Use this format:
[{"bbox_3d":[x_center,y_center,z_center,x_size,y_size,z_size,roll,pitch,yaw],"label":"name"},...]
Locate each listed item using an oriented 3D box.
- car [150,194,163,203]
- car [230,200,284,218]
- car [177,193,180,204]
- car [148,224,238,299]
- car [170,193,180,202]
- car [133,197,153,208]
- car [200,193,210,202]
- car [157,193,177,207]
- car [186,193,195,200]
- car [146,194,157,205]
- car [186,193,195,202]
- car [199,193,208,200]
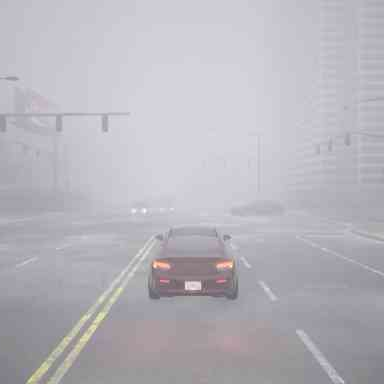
[{"bbox_3d":[-7.313,1.352,69.126,2.097,1.767,4.553,0,0,0],"label":"car"},{"bbox_3d":[5.818,1.477,29.790,5.008,1.535,1.882,0,-1,-19],"label":"car"},{"bbox_3d":[-3.835,1.224,63.151,2.150,2.045,5.566,0,0,0],"label":"car"},{"bbox_3d":[0.028,1.526,8.307,1.812,1.442,4.674,0,0,0],"label":"car"},{"bbox_3d":[-3.844,1.225,75.816,2.150,2.045,5.566,0,0,0],"label":"car"},{"bbox_3d":[-7.307,1.601,48.203,1.895,1.301,4.718,0,0,0],"label":"car"},{"bbox_3d":[3.146,1.515,78.116,2.128,1.511,4.902,0,0,0],"label":"car"},{"bbox_3d":[-3.859,1.221,51.280,2.150,2.045,5.566,0,0,-4],"label":"car"},{"bbox_3d":[-0.402,1.184,88.388,2.097,1.767,4.553,0,0,0],"label":"car"},{"bbox_3d":[-7.341,1.525,57.029,1.812,1.442,4.674,0,0,0],"label":"car"},{"bbox_3d":[-0.356,1.584,78.483,1.895,1.301,4.718,0,0,0],"label":"car"},{"bbox_3d":[3.098,1.184,88.404,2.097,1.767,4.553,0,0,0],"label":"car"}]
